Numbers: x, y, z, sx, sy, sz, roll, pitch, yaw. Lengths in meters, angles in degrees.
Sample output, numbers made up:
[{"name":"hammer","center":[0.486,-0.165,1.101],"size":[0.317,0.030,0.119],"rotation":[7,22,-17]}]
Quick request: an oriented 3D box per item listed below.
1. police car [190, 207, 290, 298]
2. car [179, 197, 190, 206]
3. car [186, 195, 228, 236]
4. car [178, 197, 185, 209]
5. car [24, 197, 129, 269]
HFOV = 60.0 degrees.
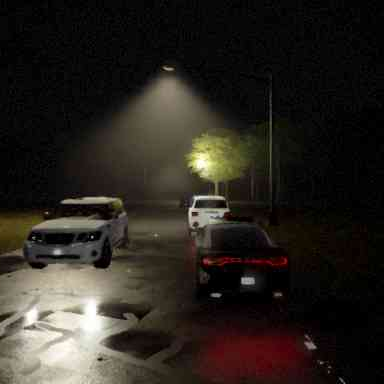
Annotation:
[{"name":"police car","center":[1.006,1.428,8.679],"size":[1.930,1.638,5.238],"rotation":[0,0,0]},{"name":"car","center":[-1.337,1.624,59.853],"size":[1.837,1.490,4.892],"rotation":[-1,0,-3]},{"name":"car","center":[0.897,1.244,18.625],"size":[2.150,2.045,5.566],"rotation":[0,0,-1]},{"name":"car","center":[-0.795,1.643,46.152],"size":[1.994,1.385,4.181],"rotation":[0,0,-1]},{"name":"car","center":[-3.593,1.231,11.533],"size":[2.150,2.045,5.566],"rotation":[0,0,-1]}]
